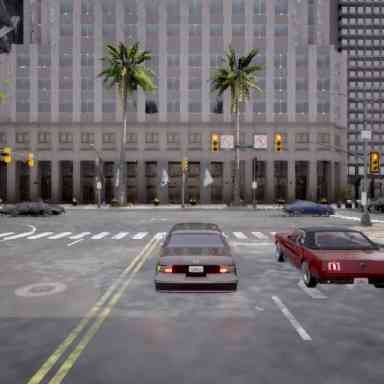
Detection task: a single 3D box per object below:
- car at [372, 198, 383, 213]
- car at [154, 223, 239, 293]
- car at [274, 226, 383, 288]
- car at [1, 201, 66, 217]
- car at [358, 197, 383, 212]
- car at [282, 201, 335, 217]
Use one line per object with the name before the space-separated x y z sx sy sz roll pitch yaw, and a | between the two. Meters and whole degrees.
car | 21.667 1.601 34.315 4.718 1.301 1.895 0 0 0
car | 0.097 1.547 8.977 2.033 1.411 5.357 0 0 0
car | 3.643 1.601 9.244 1.895 1.301 4.718 0 0 2
car | -14.604 1.548 30.764 5.357 1.411 2.033 0 0 0
car | 21.401 1.352 37.817 4.553 1.767 2.097 0 0 0
car | 10.706 1.526 30.670 4.674 1.442 1.812 0 0 0
